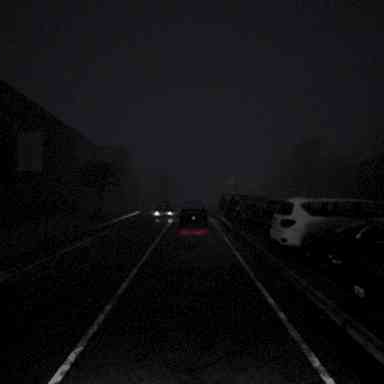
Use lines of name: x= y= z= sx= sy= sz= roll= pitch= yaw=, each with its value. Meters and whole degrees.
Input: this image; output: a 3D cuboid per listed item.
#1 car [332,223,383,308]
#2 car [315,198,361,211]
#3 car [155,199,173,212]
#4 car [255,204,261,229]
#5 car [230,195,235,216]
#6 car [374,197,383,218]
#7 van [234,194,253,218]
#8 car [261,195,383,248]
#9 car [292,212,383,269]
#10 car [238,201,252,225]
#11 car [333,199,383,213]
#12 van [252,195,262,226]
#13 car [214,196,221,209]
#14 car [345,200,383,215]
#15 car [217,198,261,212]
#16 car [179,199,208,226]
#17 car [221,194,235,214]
car: x=5.588 y=1.494 z=6.371 sx=4.792 sy=1.488 sz=2.163 roll=0 pitch=0 yaw=0
car: x=18.678 y=1.568 z=42.759 sx=5.008 sy=1.535 sz=2.097 roll=0 pitch=-1 yaw=0
car: x=-3.337 y=1.580 z=40.380 sx=1.837 sy=1.490 sz=4.892 roll=0 pitch=-1 yaw=0
car: x=5.602 y=1.473 z=14.779 sx=5.008 sy=1.535 sz=2.097 roll=0 pitch=0 yaw=0
car: x=5.566 y=1.361 z=25.994 sx=4.553 sy=1.767 sz=2.185 roll=0 pitch=0 yaw=0
car: x=18.645 y=1.368 z=28.836 sx=4.553 sy=1.767 sz=2.185 roll=0 pitch=0 yaw=0
van: x=5.483 y=1.257 z=23.190 sx=4.442 sy=1.987 sz=1.878 roll=0 pitch=0 yaw=0
car: x=5.639 y=1.218 z=11.976 sx=5.566 sy=2.045 sz=2.435 roll=0 pitch=0 yaw=0
car: x=5.609 y=1.467 z=9.168 sx=4.892 sy=1.521 sz=2.231 roll=0 pitch=0 yaw=0
car: x=5.595 y=1.481 z=20.386 sx=4.892 sy=1.521 sz=2.231 roll=0 pitch=0 yaw=0
car: x=18.684 y=1.527 z=37.191 sx=5.008 sy=1.535 sz=2.097 roll=0 pitch=0 yaw=0
van: x=5.720 y=1.250 z=17.583 sx=4.442 sy=1.987 sz=1.878 roll=0 pitch=0 yaw=0
car: x=5.628 y=1.277 z=37.205 sx=5.566 sy=2.045 sz=2.435 roll=0 pitch=0 yaw=0
car: x=18.680 y=1.553 z=34.404 sx=4.674 sy=1.452 sz=2.002 roll=0 pitch=0 yaw=0
car: x=5.595 y=1.548 z=40.005 sx=4.892 sy=1.521 sz=2.231 roll=0 pitch=0 yaw=0
car: x=0.102 y=1.496 z=23.594 sx=1.882 sy=1.535 sz=5.008 roll=0 pitch=0 yaw=0
car: x=5.625 y=1.242 z=28.795 sx=5.566 sy=2.045 sz=2.435 roll=0 pitch=0 yaw=0
